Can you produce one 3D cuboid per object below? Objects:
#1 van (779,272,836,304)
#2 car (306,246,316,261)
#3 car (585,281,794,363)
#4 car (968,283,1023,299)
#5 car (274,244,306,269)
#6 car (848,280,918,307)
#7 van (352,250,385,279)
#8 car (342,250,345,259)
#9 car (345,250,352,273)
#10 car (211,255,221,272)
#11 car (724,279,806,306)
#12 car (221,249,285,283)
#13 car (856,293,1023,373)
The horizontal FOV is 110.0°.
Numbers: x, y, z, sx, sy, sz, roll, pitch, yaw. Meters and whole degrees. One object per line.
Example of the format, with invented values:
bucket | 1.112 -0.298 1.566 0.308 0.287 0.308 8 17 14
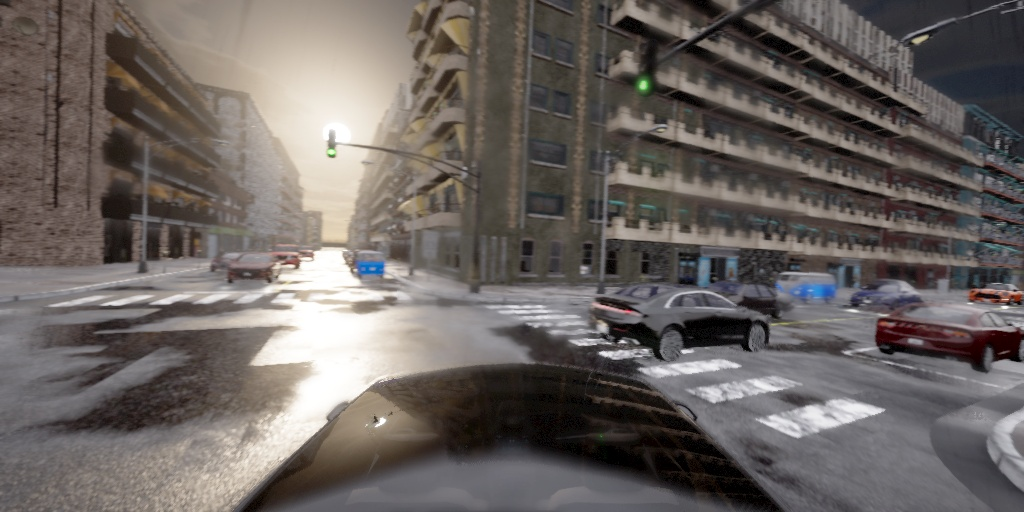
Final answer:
van | 17.595 1.897 21.557 3.998 1.789 1.690 0 0 -26
car | -28.527 -0.429 49.688 2.150 2.045 5.566 2 0 -26
car | 4.088 1.449 8.620 4.902 1.511 2.128 4 0 -26
car | 39.549 3.005 29.291 4.553 1.767 2.097 3 1 -26
car | -19.430 0.014 30.884 2.150 2.045 5.566 2 0 -27
car | 21.535 2.303 20.596 4.674 1.442 1.812 2 1 -26
van | -9.625 0.558 24.261 1.690 1.789 3.998 0 0 -26
car | -19.441 0.164 44.009 1.967 1.591 4.097 0 0 -26
car | -12.121 0.404 29.157 2.192 1.841 5.009 0 0 -26
car | -19.830 0.392 25.431 1.802 1.307 4.207 0 0 -26
car | 9.128 1.725 14.533 5.357 1.411 2.033 3 1 -26
car | -13.832 0.559 19.453 1.882 1.535 5.008 2 0 -28
car | 11.051 1.884 9.049 4.507 1.381 1.888 0 0 -26
